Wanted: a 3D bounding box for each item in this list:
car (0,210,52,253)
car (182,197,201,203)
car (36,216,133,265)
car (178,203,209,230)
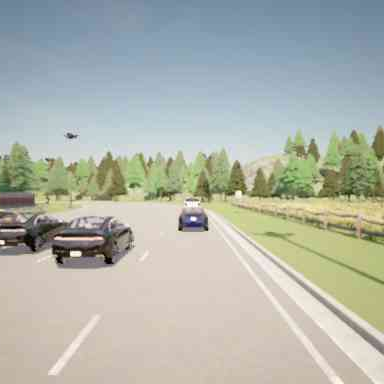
[{"bbox_3d":[-6.907,1.637,14.463,2.128,1.511,4.902,0,0,0],"label":"car"},{"bbox_3d":[-0.070,1.643,42.060,2.150,2.045,5.566,0,0,-2],"label":"car"},{"bbox_3d":[-3.405,1.615,12.153,2.128,1.511,4.902,0,0,0],"label":"car"},{"bbox_3d":[0.090,1.733,22.858,2.163,1.488,4.792,0,-1,0],"label":"car"}]
